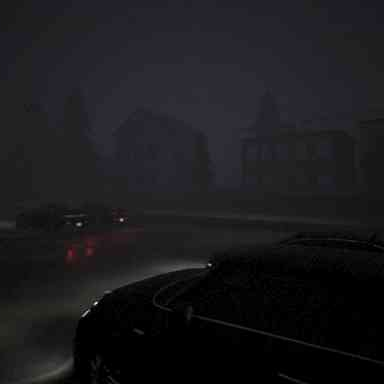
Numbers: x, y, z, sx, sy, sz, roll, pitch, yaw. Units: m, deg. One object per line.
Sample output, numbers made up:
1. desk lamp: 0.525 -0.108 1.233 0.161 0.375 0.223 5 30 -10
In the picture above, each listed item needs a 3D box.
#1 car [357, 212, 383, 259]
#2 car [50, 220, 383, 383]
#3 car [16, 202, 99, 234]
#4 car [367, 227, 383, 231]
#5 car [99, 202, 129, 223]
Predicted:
1. car: 8.224 1.528 11.024 4.674 1.442 1.812 0 0 36
2. car: 0.846 1.345 3.388 4.553 1.767 2.097 0 0 35
3. car: -7.616 1.387 18.021 4.902 1.511 2.128 0 0 35
4. car: 2.548 1.495 6.474 4.892 1.490 1.837 0 0 35
5. car: -6.182 1.395 21.298 4.892 1.490 1.837 0 0 35
